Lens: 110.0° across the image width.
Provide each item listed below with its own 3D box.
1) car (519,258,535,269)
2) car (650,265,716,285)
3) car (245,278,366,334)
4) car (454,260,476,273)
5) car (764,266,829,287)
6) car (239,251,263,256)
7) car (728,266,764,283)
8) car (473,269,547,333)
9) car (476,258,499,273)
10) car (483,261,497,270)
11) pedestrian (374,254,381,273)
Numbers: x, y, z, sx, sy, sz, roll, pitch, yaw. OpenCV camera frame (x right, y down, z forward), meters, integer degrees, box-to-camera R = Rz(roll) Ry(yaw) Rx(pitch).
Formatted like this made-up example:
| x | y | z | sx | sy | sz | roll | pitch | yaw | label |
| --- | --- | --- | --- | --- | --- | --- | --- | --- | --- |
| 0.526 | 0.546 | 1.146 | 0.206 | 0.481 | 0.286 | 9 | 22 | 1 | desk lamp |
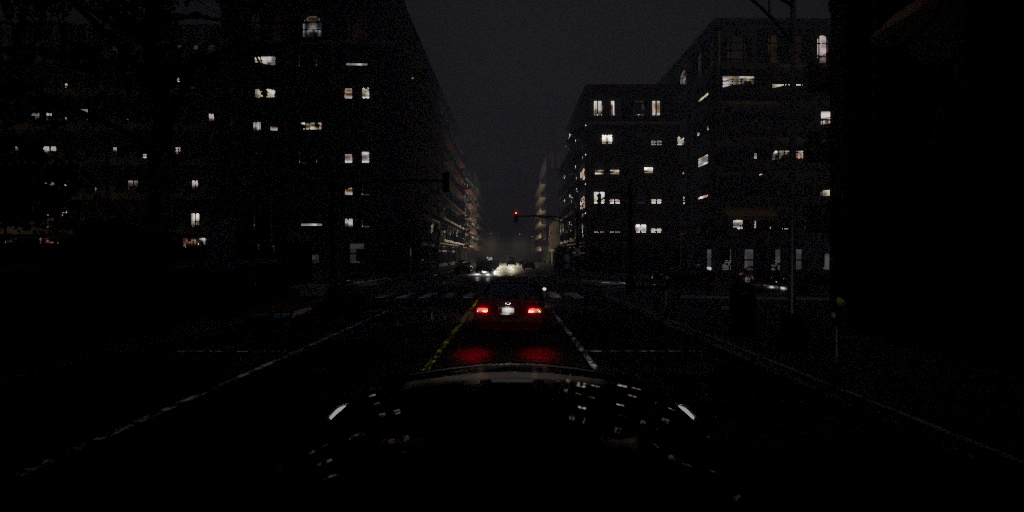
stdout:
| x | y | z | sx | sy | sz | roll | pitch | yaw | label |
| --- | --- | --- | --- | --- | --- | --- | --- | --- | --- |
| 2.556 | 1.299 | 54.252 | 2.007 | 1.370 | 4.403 | 0 | 0 | 0 | car |
| 13.700 | 1.502 | 28.790 | 4.902 | 1.511 | 2.128 | 1 | 0 | -1 | car |
| -5.710 | 1.331 | 10.547 | 1.802 | 1.307 | 4.207 | 0 | 0 | 0 | car |
| -5.794 | 1.188 | 42.958 | 1.967 | 1.591 | 4.097 | 0 | 0 | 0 | car |
| 23.976 | 1.740 | 28.942 | 5.357 | 1.411 | 2.033 | 1 | 0 | -1 | car |
| -17.597 | 0.694 | 25.126 | 5.566 | 2.045 | 2.150 | 1 | 0 | -1 | car |
| 21.305 | 1.571 | 31.465 | 4.097 | 1.591 | 1.967 | 0 | 0 | -1 | car |
| 0.056 | 1.297 | 10.759 | 2.033 | 1.411 | 5.357 | 0 | 0 | 3 | car |
| -3.175 | 1.296 | 43.235 | 2.033 | 1.411 | 5.357 | 0 | 0 | 4 | car |
| -3.211 | 1.350 | 53.185 | 1.895 | 1.301 | 4.718 | 0 | 0 | 0 | car |
| -12.794 | 0.652 | 33.932 | 0.375 | 1.860 | 0.375 | 0 | -1 | -1 | pedestrian |
